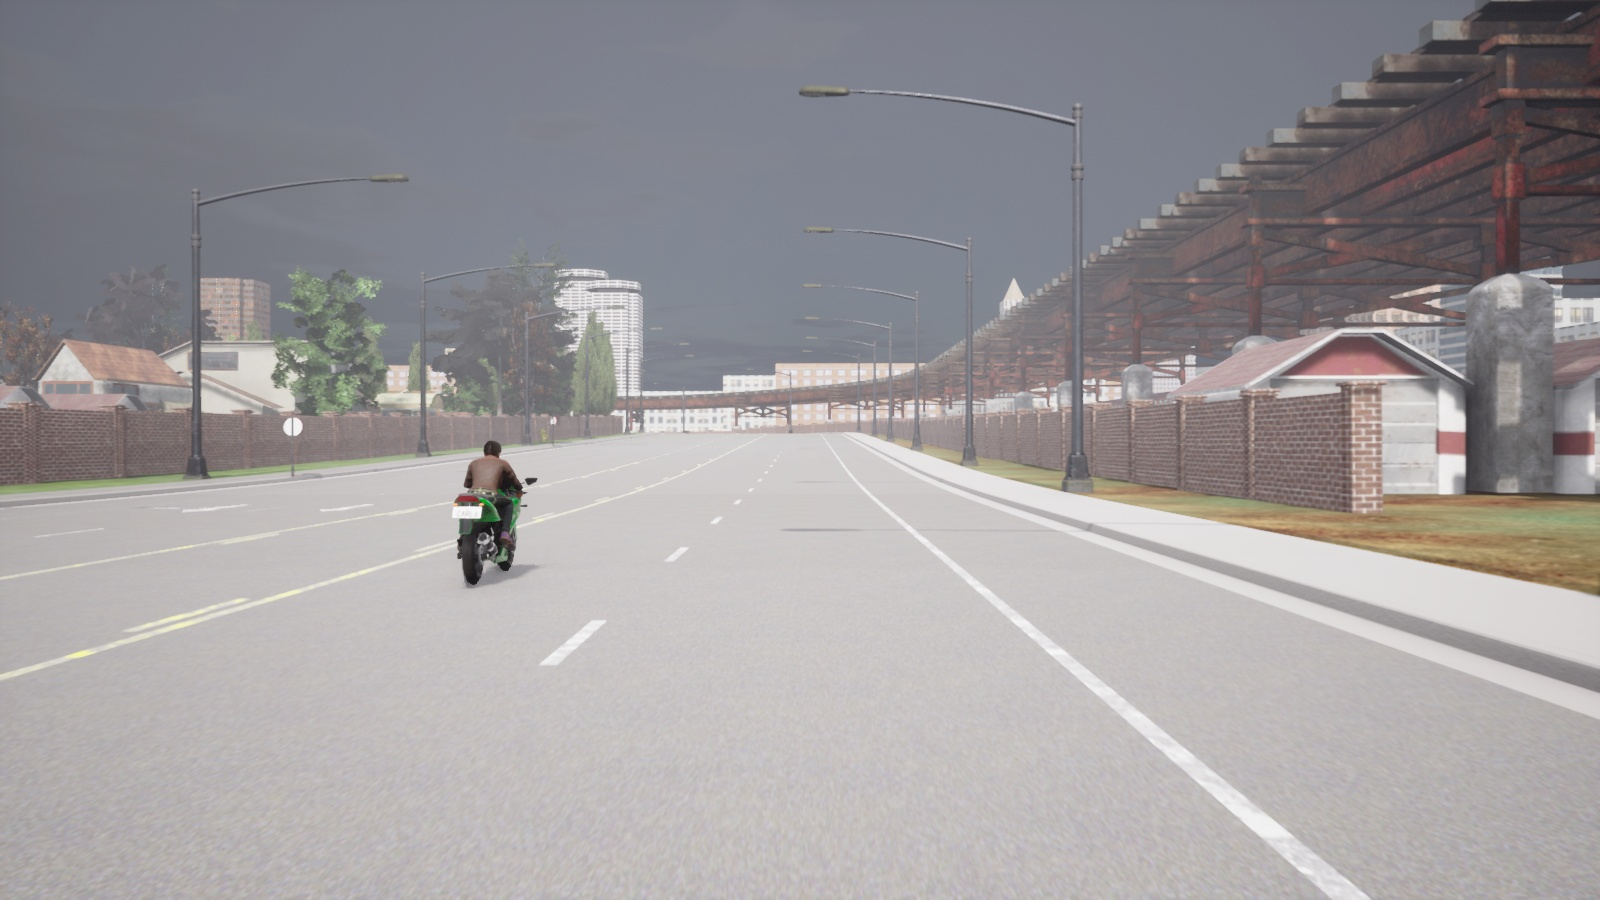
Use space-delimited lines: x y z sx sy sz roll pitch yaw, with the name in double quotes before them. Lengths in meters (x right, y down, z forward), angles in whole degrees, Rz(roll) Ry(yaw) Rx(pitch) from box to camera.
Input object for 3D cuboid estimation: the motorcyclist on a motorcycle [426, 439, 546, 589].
"motorcyclist on a motorcycle" -3.406 0.648 13.805 0.797 1.523 2.044 0 0 0
